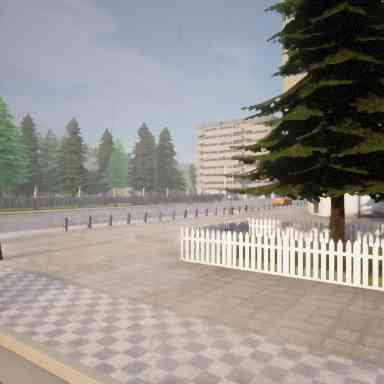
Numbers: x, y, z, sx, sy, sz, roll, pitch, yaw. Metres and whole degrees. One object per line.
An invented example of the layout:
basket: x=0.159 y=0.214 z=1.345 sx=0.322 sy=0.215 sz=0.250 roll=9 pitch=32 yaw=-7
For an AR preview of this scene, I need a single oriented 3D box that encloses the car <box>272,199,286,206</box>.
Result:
car: x=15.431 y=1.352 z=56.690 sx=2.097 sy=1.767 sz=4.553 roll=0 pitch=0 yaw=36
